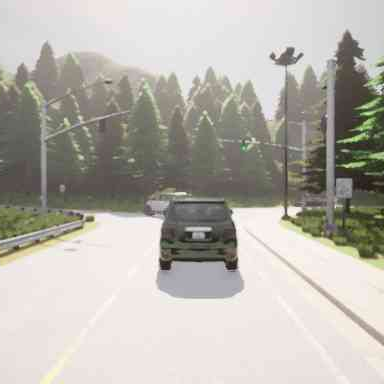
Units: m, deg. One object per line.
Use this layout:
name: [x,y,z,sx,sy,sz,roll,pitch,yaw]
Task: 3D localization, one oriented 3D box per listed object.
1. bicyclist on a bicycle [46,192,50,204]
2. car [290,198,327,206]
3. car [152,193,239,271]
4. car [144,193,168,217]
bicyclist on a bicycle: [-16.879,0.695,38.528,0.582,1.620,1.656,4,12,16]
car: [15.257,1.391,43.322,4.718,1.301,1.895,0,0,-17]
car: [0.209,1.164,10.872,2.150,2.045,5.566,0,0,1]
car: [-1.886,1.093,27.527,2.150,2.045,5.566,2,-1,-35]
